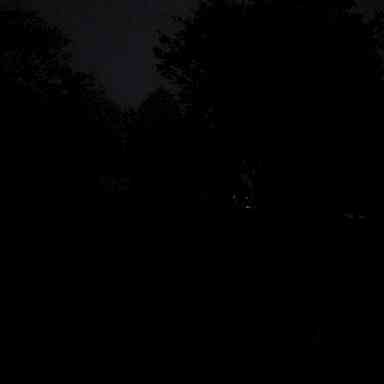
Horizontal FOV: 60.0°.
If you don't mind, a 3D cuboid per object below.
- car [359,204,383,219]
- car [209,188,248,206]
[{"bbox_3d":[14.918,1.462,24.052,2.033,1.411,5.357,2,1,-22],"label":"car"},{"bbox_3d":[3.825,0.475,34.915,2.097,1.767,4.553,2,1,-35],"label":"car"}]
